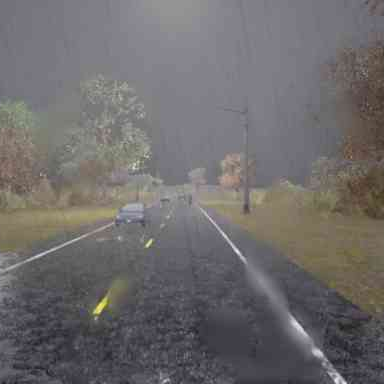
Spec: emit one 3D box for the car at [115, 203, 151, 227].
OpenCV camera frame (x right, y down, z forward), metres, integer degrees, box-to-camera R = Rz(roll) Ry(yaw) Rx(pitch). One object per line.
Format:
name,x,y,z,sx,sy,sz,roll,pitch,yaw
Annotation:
car,-3.807,1.455,22.184,1.812,1.442,4.674,0,0,-1

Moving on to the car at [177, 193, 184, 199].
car,-3.114,1.059,91.911,1.837,1.490,4.892,0,0,-4

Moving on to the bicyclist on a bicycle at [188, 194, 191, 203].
bicyclist on a bicycle,-0.464,1.251,61.502,0.582,1.620,1.656,0,0,-3

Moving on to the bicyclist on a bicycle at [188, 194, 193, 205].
bicyclist on a bicycle,-0.086,1.281,52.492,0.582,1.620,1.656,0,0,-2

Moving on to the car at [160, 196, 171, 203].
car,-4.999,1.402,62.515,1.895,1.301,4.718,0,0,-2

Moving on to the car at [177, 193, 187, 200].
car,-2.297,1.141,78.596,1.837,1.490,4.892,0,0,-3
